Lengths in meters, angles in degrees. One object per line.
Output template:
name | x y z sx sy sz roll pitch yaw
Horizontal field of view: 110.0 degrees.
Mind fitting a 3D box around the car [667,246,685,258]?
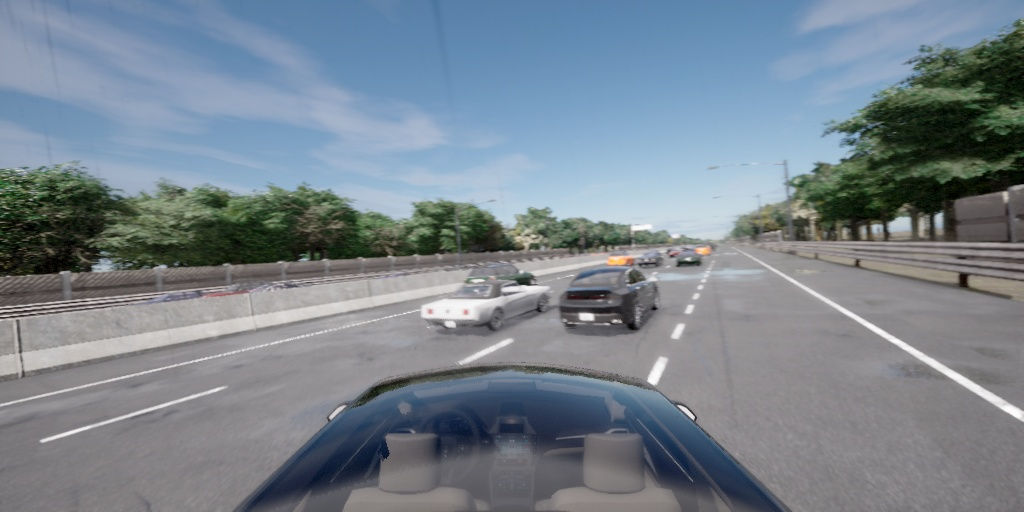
car | 25.757 -0.437 55.942 1.895 1.301 4.718 -5 0 30

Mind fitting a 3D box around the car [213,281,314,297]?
car | -14.635 2.430 21.916 2.128 1.511 4.902 -5 0 31

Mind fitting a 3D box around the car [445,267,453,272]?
car | -6.239 1.863 42.911 1.837 1.490 4.892 -5 -1 31

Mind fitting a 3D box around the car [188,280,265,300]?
car | -17.740 2.534 23.545 2.097 1.767 4.553 -5 0 31

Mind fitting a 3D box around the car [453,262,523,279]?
car | -0.521 1.190 18.179 2.097 1.767 4.553 -5 0 31

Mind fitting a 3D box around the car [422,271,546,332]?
car | -0.498 1.417 11.328 1.895 1.301 4.718 -5 0 31

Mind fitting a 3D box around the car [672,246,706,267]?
car | 16.292 0.156 32.912 1.994 1.385 4.181 -5 0 31

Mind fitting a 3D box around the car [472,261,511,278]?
car | -2.389 1.553 42.547 2.128 1.511 4.902 -5 0 31

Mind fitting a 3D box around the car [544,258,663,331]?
car | 2.914 1.055 10.253 1.837 1.490 4.892 -4 0 31

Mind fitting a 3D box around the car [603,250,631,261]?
car | 11.980 0.297 39.386 2.097 1.767 4.553 -5 0 31

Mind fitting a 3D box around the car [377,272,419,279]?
car | -12.408 2.421 39.362 1.895 1.301 4.718 -5 0 31

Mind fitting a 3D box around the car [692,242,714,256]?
car | 28.710 -0.920 54.109 2.097 1.767 4.553 -5 0 30

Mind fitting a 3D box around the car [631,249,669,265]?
car | 13.722 0.346 35.433 2.033 1.411 5.357 -5 0 31

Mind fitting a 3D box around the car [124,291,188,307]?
car | -21.843 3.047 23.454 2.033 1.411 5.357 -5 0 31
